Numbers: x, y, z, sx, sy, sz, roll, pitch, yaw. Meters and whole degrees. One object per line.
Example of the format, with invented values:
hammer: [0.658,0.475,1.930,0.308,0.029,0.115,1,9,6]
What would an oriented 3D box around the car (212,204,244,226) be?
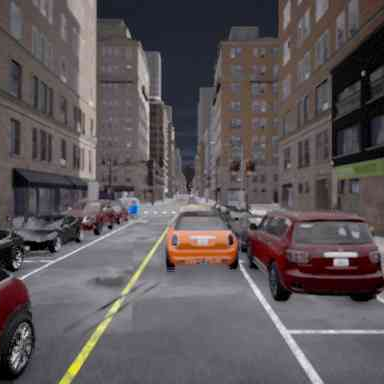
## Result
car: [2.631,1.658,25.078,1.947,1.339,4.313,0,0,0]

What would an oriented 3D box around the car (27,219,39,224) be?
car: [-5.869,1.598,8.304,1.947,1.339,4.313,0,0,0]

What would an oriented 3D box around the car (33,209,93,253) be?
car: [-5.878,1.618,13.891,1.947,1.339,4.313,0,0,0]

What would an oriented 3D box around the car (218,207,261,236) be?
car: [2.639,1.638,19.493,1.947,1.339,4.313,0,0,0]

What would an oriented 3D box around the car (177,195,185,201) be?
car: [-3.057,1.707,93.179,2.097,1.767,4.553,0,0,0]

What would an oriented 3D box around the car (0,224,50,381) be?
car: [-3.105,1.362,2.444,2.097,1.767,4.553,0,0,0]

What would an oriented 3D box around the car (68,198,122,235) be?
car: [-5.885,1.387,19.476,2.192,1.841,5.009,0,0,0]

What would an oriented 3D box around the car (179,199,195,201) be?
car: [0.022,1.663,31.529,2.033,1.411,5.357,0,0,0]

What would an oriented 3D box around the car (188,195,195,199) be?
car: [-0.073,1.878,95.444,2.128,1.511,4.902,0,0,0]

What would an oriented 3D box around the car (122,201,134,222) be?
car: [-5.894,1.637,25.062,1.887,1.381,4.507,0,0,0]

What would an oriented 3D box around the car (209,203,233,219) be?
car: [2.622,1.694,30.663,1.802,1.307,4.206,0,0,0]

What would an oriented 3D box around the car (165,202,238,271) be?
car: [0.195,1.395,11.286,2.097,1.767,4.553,0,0,-3]

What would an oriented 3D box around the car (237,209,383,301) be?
car: [2.657,1.347,8.324,2.192,1.841,5.009,0,0,0]

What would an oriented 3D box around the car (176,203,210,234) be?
car: [0.057,1.554,20.650,1.882,1.535,5.008,0,0,0]

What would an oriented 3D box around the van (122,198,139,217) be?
van: [-5.903,1.453,30.649,1.690,1.788,3.998,0,0,0]

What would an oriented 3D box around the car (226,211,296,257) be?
car: [2.648,1.603,13.909,2.008,1.369,4.403,0,0,0]
